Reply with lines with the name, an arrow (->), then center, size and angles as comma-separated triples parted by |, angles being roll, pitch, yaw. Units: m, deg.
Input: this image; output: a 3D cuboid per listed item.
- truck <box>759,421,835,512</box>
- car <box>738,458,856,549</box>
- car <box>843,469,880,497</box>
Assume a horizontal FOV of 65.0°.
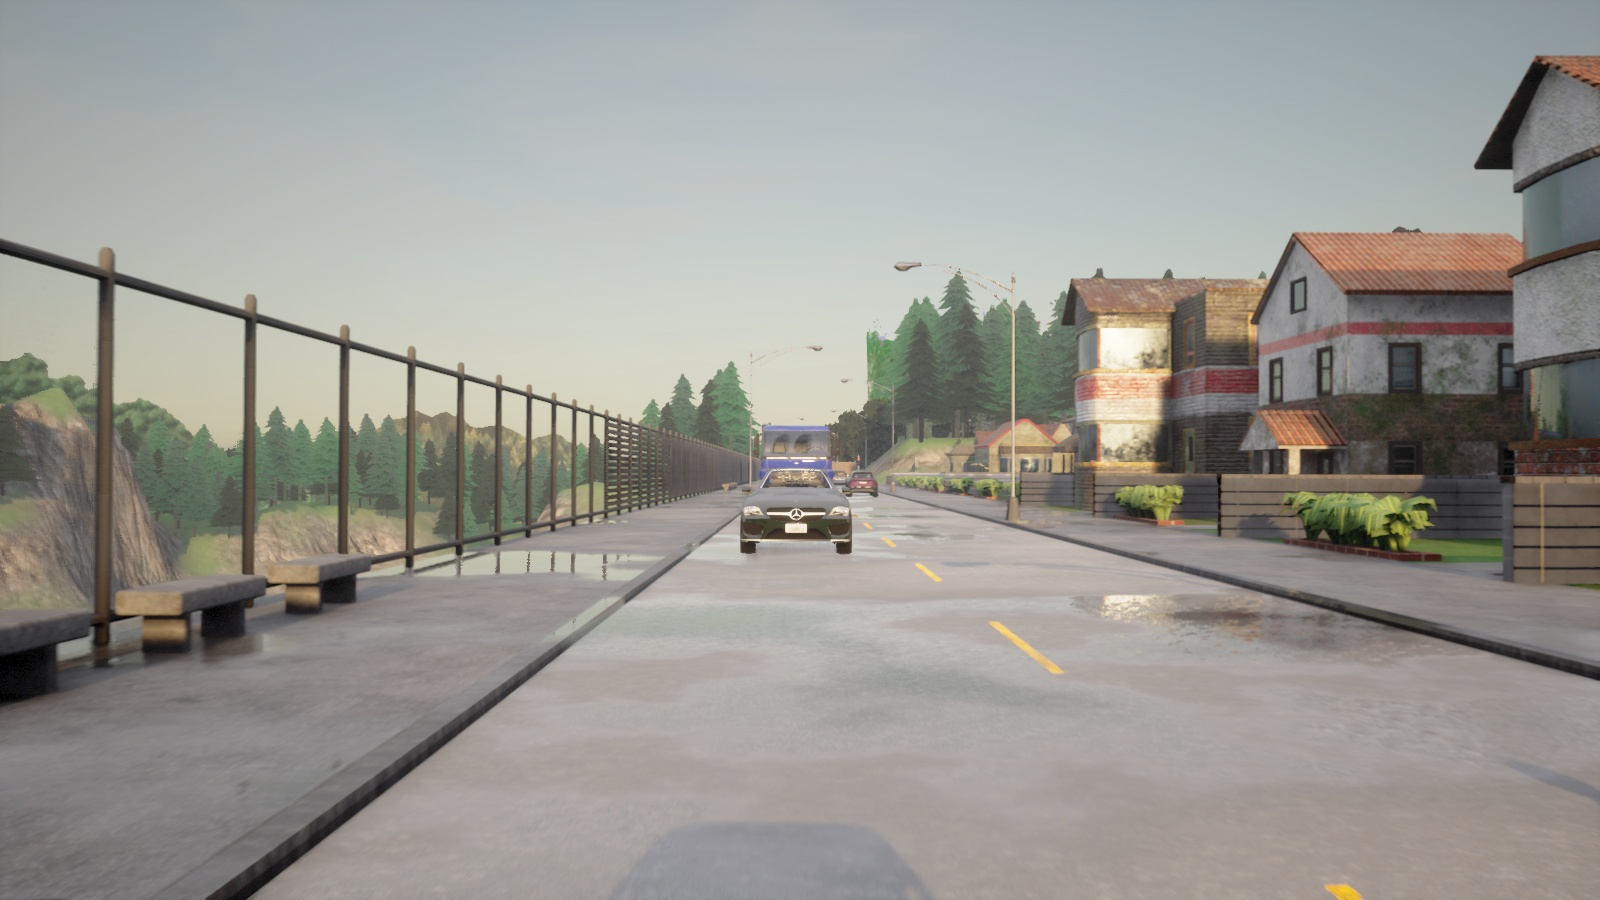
truck -> -0.136, 0.703, 51.920 | 2.891, 3.462, 7.936 | 0, -1, 0
car -> -0.066, 1.019, 25.413 | 2.152, 1.651, 5.027 | 0, -1, 0
car -> 3.802, 2.037, 78.052 | 2.033, 1.649, 4.856 | 0, -1, 0
